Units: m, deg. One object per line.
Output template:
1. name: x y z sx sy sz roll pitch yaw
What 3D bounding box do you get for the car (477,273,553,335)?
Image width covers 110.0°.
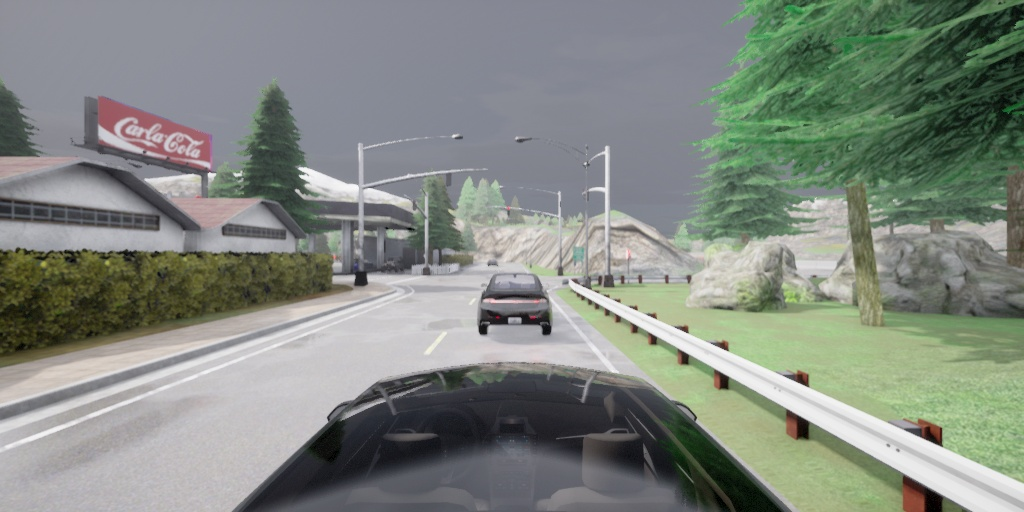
1. car: 0.087 1.229 10.424 2.128 1.511 4.902 0 0 1

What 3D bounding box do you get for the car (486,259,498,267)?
1. car: -3.341 1.220 61.582 2.033 1.411 5.357 0 0 0
